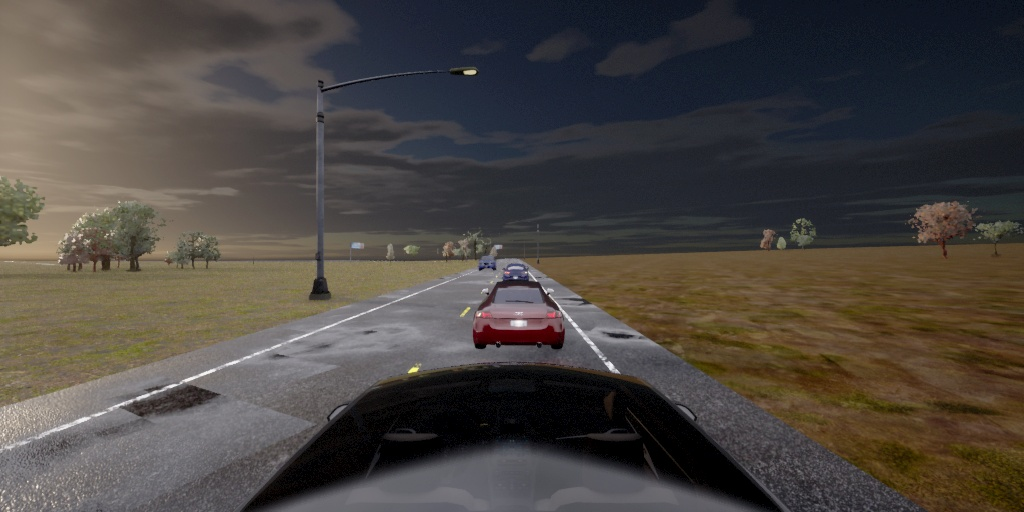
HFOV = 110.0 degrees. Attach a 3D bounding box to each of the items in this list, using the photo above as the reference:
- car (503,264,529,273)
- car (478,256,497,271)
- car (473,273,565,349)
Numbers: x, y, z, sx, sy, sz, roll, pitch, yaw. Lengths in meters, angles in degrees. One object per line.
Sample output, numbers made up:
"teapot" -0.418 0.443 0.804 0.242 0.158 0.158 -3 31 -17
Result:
"car" 0.292 1.281 26.460 1.812 1.442 4.674 0 0 1
"car" -3.228 0.977 48.108 2.150 2.045 5.566 0 0 1
"car" 0.155 1.316 9.169 1.994 1.385 4.181 0 0 1
